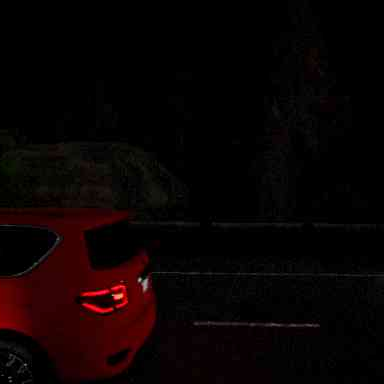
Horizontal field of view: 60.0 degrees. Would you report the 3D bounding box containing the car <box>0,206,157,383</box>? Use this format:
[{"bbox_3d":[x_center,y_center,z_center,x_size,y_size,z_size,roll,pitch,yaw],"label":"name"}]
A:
[{"bbox_3d":[-3.244,1.219,4.206,5.566,2.045,2.150,0,0,3],"label":"car"}]
